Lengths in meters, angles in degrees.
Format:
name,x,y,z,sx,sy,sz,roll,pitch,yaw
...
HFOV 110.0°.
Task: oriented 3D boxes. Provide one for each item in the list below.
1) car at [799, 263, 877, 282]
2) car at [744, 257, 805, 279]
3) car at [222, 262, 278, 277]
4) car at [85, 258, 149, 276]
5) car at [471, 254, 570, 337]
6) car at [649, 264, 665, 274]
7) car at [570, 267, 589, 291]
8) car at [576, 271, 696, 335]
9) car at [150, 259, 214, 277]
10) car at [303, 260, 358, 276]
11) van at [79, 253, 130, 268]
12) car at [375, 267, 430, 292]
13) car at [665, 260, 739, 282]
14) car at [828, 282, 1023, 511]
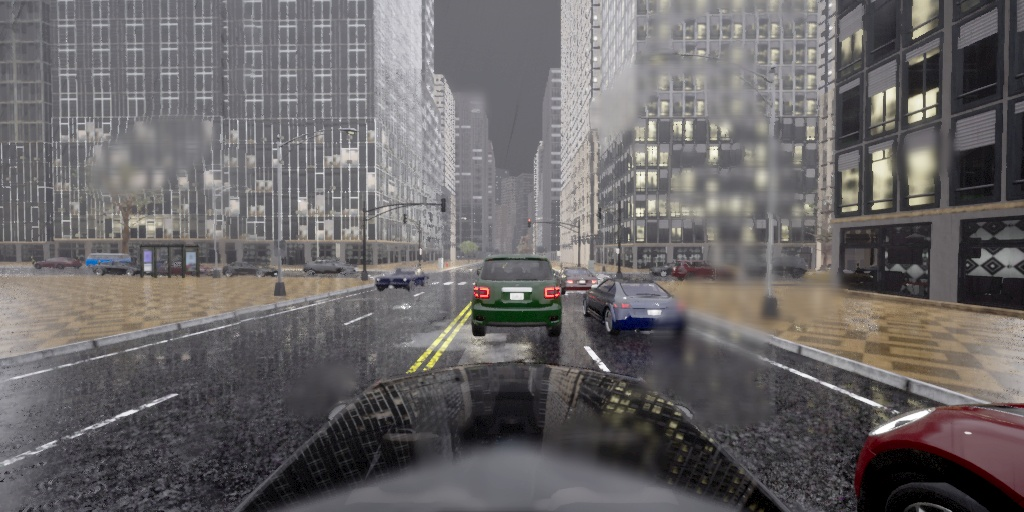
name,x,y,z,sx,sy,sz,roll,pitch,yaw
car,27.688,1.579,30.353,4.829,1.417,1.751,0,0,1
car,26.546,1.171,36.153,5.566,2.045,2.150,0,1,1
car,-22.684,1.174,31.158,4.313,1.339,1.948,0,0,1
car,-34.048,1.069,31.483,4.313,1.339,1.948,0,0,1
car,0.114,0.967,10.434,2.150,2.045,5.566,0,0,0
car,16.470,1.367,36.369,4.892,1.490,1.837,0,1,-1
car,3.381,1.288,19.771,2.033,1.411,5.357,0,0,0
car,3.371,1.310,10.528,1.994,1.385,4.181,0,0,-1
car,-28.368,1.138,31.300,4.207,1.307,1.802,0,0,1
car,-17.025,1.106,33.742,4.902,1.511,2.128,1,1,1
van,-45.225,0.605,40.161,3.998,1.789,1.690,0,0,1
car,-6.393,1.339,21.354,1.895,1.301,4.718,0,0,2
car,16.240,1.269,30.568,5.009,1.841,2.192,0,0,1
car,3.344,1.103,0.485,2.097,1.767,4.553,0,0,0
